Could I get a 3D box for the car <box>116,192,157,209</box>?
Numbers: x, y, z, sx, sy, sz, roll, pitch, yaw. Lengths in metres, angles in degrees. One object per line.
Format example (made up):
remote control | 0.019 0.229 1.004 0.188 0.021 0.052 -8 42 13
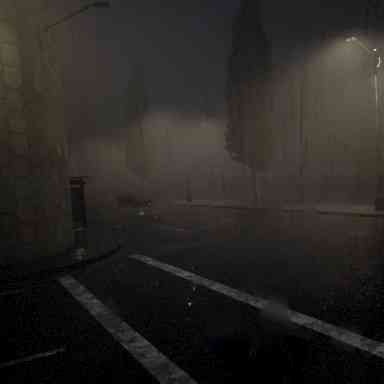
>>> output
car | -5.279 0.694 30.952 2.033 1.411 5.357 -6 3 -36
